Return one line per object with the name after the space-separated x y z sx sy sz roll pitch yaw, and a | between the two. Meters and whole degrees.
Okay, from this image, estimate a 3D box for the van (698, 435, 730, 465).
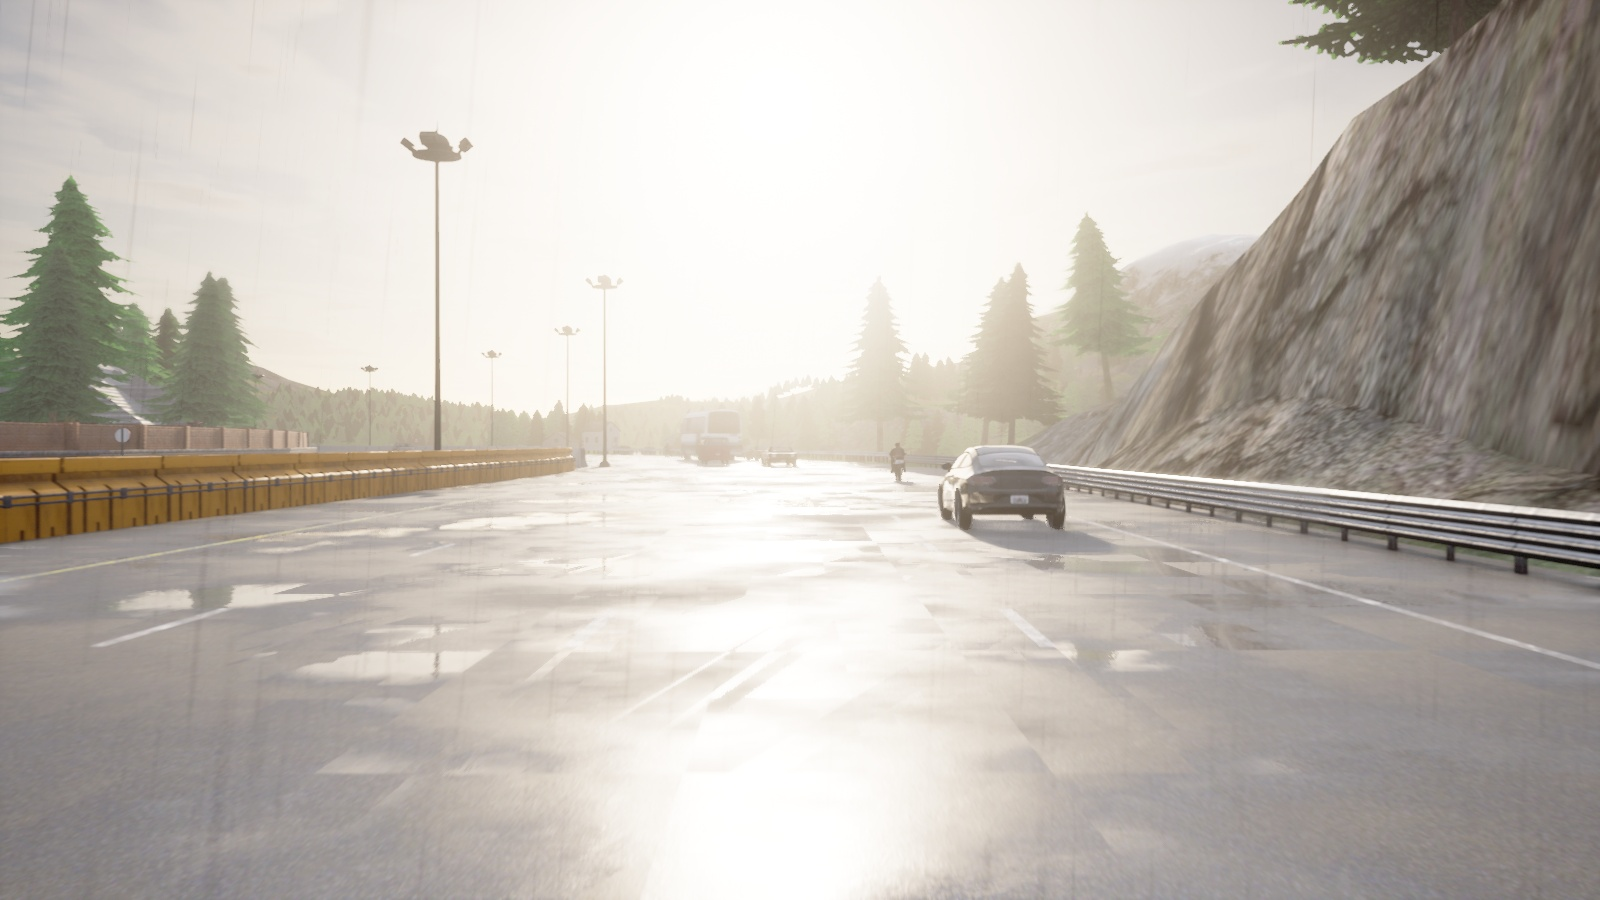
-5.982 0.004 87.068 1.775 1.987 4.442 0 0 -10 | van

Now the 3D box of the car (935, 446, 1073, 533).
3.651 0.644 23.257 1.812 1.442 4.674 0 0 0 | car

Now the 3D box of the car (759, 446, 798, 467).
-1.408 0.389 81.003 1.895 1.301 4.718 0 0 -8 | car

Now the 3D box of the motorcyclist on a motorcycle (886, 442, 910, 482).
3.826 0.453 49.332 0.797 1.523 2.044 0 0 0 | motorcyclist on a motorcycle
